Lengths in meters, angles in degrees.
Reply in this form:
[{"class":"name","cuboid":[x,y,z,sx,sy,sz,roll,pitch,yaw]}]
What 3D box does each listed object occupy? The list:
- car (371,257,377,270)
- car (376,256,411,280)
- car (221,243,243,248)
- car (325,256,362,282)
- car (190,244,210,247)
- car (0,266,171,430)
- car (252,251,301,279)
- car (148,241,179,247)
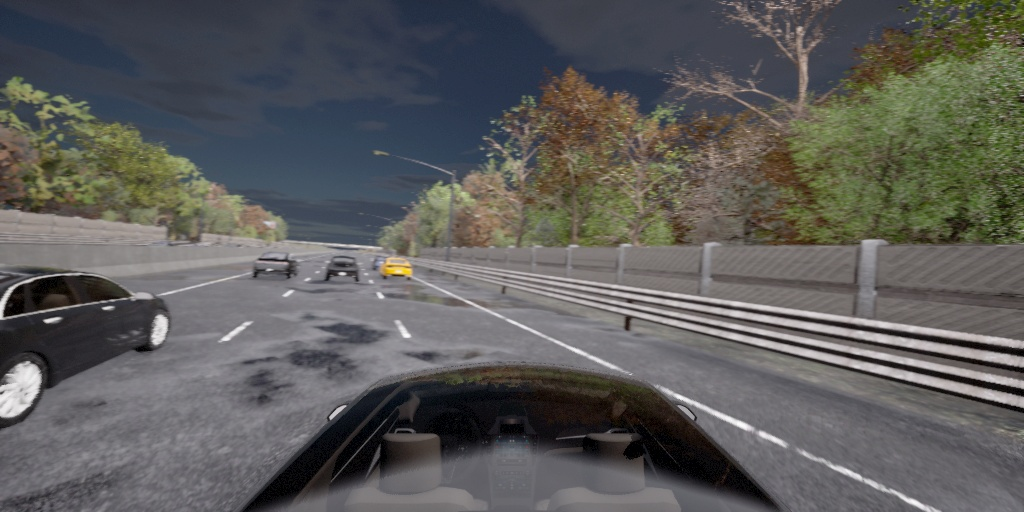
[{"class":"car","cuboid":[-13.509,0.758,37.302,2.033,1.411,5.357,4,-1,-24]},{"class":"car","cuboid":[-8.827,0.893,27.070,1.882,1.535,5.008,4,-1,-24]},{"class":"car","cuboid":[-37.679,-0.941,48.216,2.097,1.767,4.553,4,-1,-24]},{"class":"car","cuboid":[-10.747,0.743,22.878,1.837,1.490,4.892,4,-1,-24]},{"class":"car","cuboid":[-40.925,-0.923,46.887,1.895,1.301,4.718,4,-1,-24]},{"class":"car","cuboid":[-6.240,0.855,4.447,1.837,1.490,4.892,4,-1,-24]},{"class":"car","cuboid":[-13.880,0.499,21.334,2.128,1.511,4.902,4,-1,-24]},{"class":"car","cuboid":[-44.065,-1.198,45.368,1.994,1.385,4.181,4,-1,-24]}]
